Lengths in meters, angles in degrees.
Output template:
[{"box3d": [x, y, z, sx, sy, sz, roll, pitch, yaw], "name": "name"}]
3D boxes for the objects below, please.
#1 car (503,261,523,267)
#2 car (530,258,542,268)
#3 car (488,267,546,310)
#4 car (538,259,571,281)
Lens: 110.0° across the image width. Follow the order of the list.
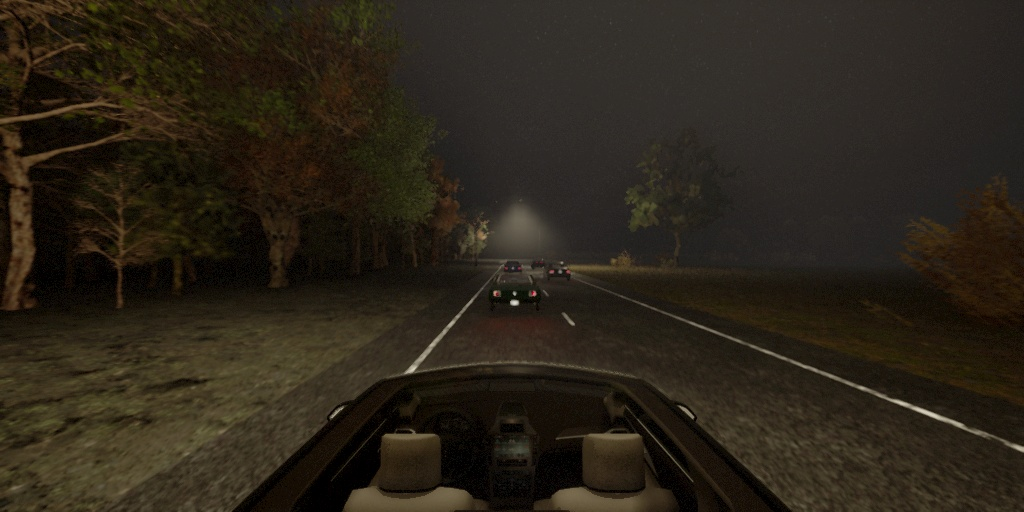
[{"box3d": [0.088, 1.161, 35.064, 2.033, 1.411, 5.357, 0, 0, 0], "name": "car"}, {"box3d": [3.568, 1.042, 49.398, 2.128, 1.511, 4.902, 0, 0, 0], "name": "car"}, {"box3d": [0.097, 1.300, 14.429, 1.895, 1.301, 4.718, 0, 0, 0], "name": "car"}, {"box3d": [3.508, 1.188, 28.576, 2.033, 1.411, 5.357, 0, 0, 0], "name": "car"}]
